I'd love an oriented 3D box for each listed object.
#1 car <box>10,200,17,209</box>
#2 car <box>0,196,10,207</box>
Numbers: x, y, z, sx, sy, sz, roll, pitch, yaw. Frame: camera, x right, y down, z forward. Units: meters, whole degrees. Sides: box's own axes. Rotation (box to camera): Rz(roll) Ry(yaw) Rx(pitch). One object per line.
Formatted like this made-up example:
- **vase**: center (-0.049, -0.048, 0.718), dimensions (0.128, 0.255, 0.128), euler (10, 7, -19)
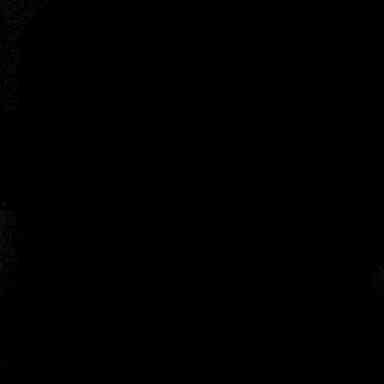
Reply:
- **car**: center (-16.219, 1.076, 33.536), dimensions (1.802, 1.307, 4.206), euler (1, 0, 36)
- **car**: center (-19.358, 0.733, 29.144), dimensions (2.192, 1.841, 5.009), euler (1, 0, 36)
